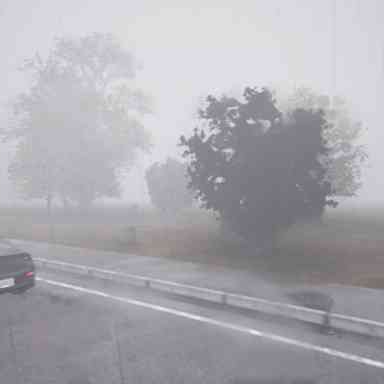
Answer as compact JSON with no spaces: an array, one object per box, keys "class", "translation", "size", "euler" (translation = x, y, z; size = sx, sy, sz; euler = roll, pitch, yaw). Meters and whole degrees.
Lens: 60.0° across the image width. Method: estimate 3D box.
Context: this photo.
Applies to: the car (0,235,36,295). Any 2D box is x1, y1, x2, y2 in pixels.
[{"class":"car","translation":[-5.381,1.520,7.377],"size":[4.674,1.442,1.812],"euler":[0,0,32]}]
